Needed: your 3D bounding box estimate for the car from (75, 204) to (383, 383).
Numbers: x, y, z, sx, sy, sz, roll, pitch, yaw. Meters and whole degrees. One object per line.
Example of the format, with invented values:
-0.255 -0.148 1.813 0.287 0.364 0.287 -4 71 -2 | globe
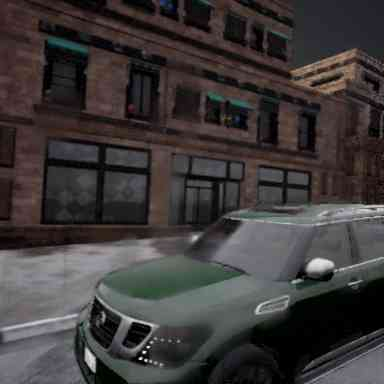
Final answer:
1.348 1.226 4.663 5.566 2.045 2.150 0 0 -33 | car
